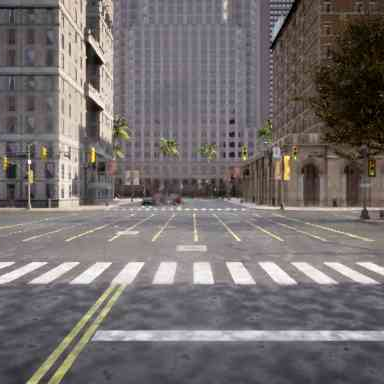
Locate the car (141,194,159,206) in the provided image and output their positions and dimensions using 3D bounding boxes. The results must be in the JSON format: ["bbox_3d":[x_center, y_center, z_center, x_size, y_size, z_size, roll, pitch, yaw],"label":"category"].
[{"bbox_3d":[-7.192,1.547,55.540,2.033,1.411,5.357,0,0,0],"label":"car"}]

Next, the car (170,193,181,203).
[{"bbox_3d":[-3.613,1.221,65.399,2.150,2.045,5.566,0,0,1],"label":"car"}]

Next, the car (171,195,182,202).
[{"bbox_3d":[-3.486,1.525,75.809,2.128,1.511,4.902,0,0,0],"label":"car"}]

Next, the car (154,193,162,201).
[{"bbox_3d":[-7.054,1.223,68.493,2.150,2.045,5.566,0,0,1],"label":"car"}]

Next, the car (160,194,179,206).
[{"bbox_3d":[-3.687,1.491,55.253,2.128,1.511,4.902,0,0,0],"label":"car"}]

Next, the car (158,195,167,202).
[{"bbox_3d":[-6.961,1.498,78.753,1.837,1.490,4.892,0,0,0],"label":"car"}]
